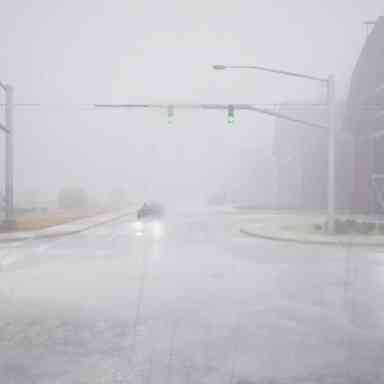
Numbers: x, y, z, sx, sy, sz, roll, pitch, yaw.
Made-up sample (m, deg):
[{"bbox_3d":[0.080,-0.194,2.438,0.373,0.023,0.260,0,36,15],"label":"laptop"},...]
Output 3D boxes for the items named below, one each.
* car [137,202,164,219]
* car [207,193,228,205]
[{"bbox_3d":[-3.508,1.585,28.672,1.895,1.301,4.718,0,0,0],"label":"car"},{"bbox_3d":[4.308,1.119,57.237,1.905,1.878,3.866,-8,3,-42],"label":"car"}]
